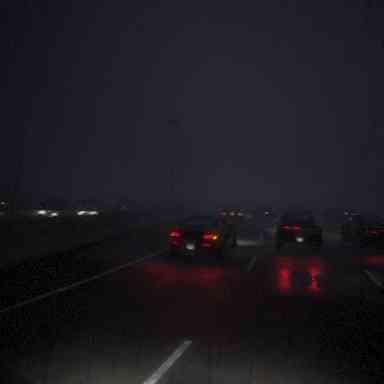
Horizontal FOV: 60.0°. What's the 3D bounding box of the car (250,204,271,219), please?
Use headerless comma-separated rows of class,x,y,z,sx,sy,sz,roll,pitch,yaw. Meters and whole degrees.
car,6.956,1.918,32.851,1.994,1.385,4.181,2,0,1

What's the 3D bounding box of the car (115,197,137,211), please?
car,-7.215,1.353,36.885,2.128,1.511,4.902,2,0,-3

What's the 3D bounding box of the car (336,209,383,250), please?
car,8.497,1.832,15.797,1.882,1.535,5.008,2,0,12

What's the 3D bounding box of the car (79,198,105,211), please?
car,-10.652,1.299,35.769,1.994,1.385,4.181,2,0,-2

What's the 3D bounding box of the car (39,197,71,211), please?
car,-14.127,1.171,34.502,1.994,1.385,4.181,2,0,-1

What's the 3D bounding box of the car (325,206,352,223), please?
car,13.922,2.102,31.322,1.837,1.490,4.892,2,0,3

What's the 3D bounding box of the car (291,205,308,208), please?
car,10.461,2.004,32.669,1.812,1.442,4.674,2,0,1

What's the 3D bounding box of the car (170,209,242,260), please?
car,0.569,1.587,12.793,1.812,1.442,4.674,2,0,16

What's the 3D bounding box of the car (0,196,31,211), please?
car,-17.586,1.077,32.050,1.895,1.301,4.718,2,0,2

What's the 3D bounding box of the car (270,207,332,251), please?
car,4.894,1.717,15.640,2.128,1.511,4.902,2,0,14

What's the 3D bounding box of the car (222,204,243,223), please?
car,3.272,1.755,27.957,2.033,1.411,5.357,2,0,5
